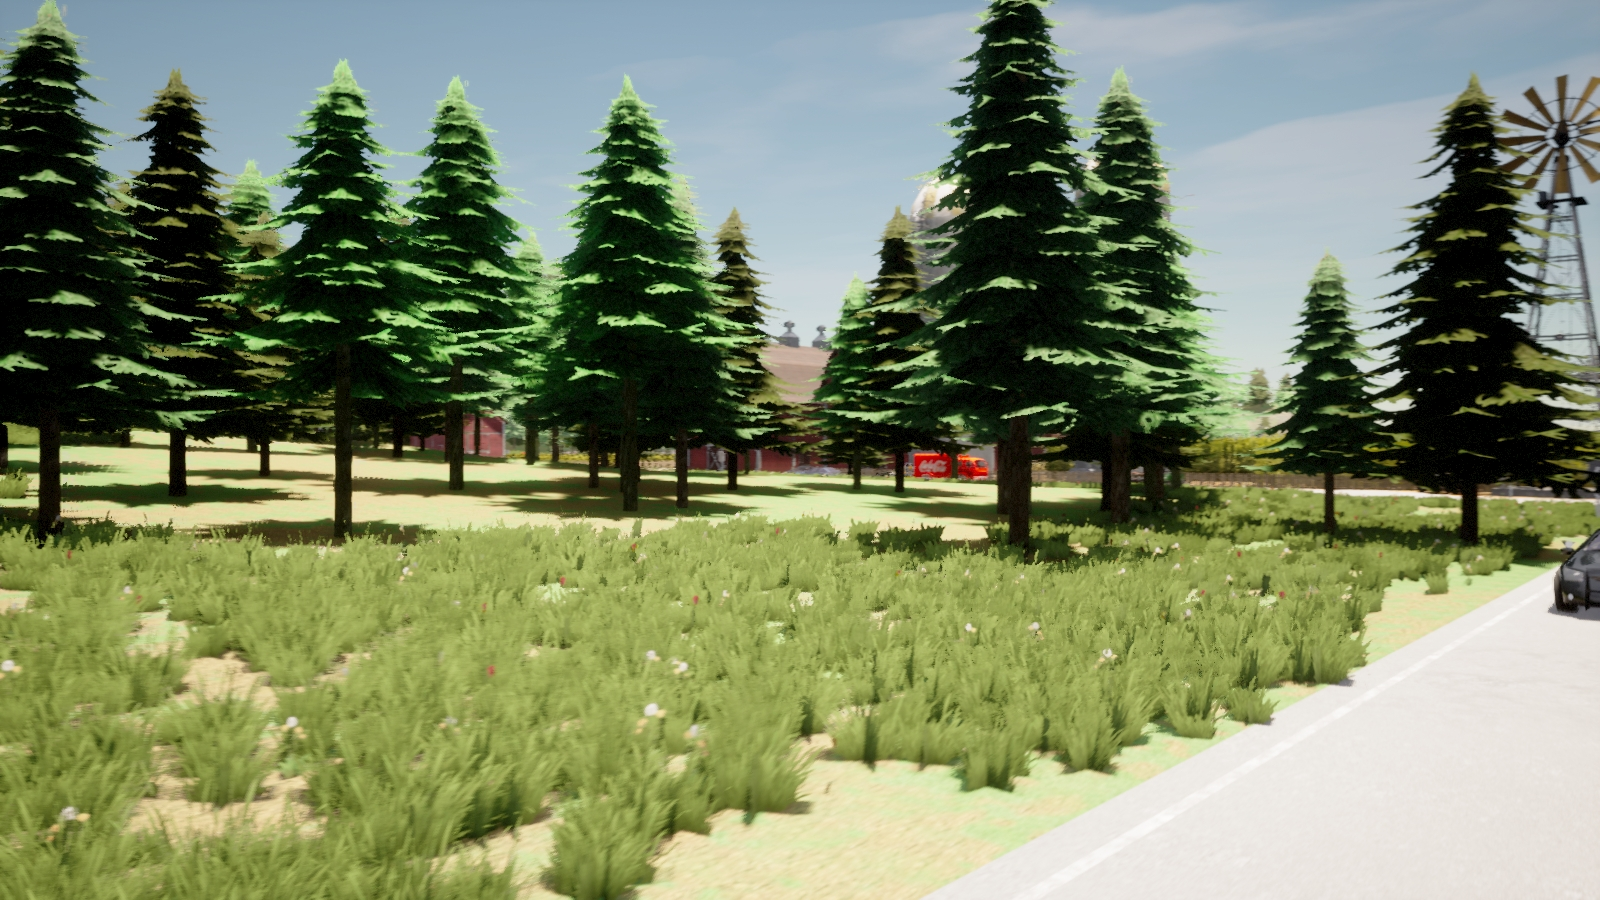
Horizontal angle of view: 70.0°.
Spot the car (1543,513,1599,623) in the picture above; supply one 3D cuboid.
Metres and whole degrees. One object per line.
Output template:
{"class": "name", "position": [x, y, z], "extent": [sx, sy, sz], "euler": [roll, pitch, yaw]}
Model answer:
{"class": "car", "position": [14.845, 2.044, 20.358], "extent": [2.038, 1.542, 4.974], "euler": [0, 0, 41]}
